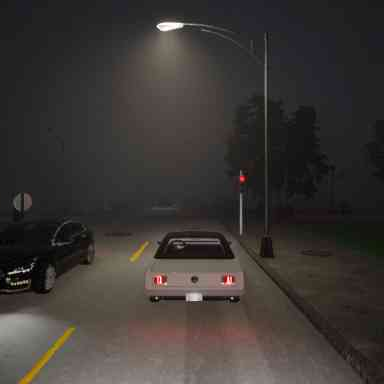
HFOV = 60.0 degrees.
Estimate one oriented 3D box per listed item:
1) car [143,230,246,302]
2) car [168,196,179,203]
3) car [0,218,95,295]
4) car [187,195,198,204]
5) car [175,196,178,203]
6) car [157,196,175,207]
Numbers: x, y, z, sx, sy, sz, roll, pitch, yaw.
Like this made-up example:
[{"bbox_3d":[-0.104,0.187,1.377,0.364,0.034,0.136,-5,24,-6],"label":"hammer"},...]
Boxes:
[{"bbox_3d":[0.063,1.601,8.194,1.895,1.301,4.718,0,0,0],"label":"car"},{"bbox_3d":[-3.943,1.540,70.105,2.033,1.411,5.357,0,0,0],"label":"car"},{"bbox_3d":[-4.050,1.505,8.871,1.837,1.490,4.892,0,0,1],"label":"car"},{"bbox_3d":[0.152,1.351,63.619,2.097,1.767,4.553,0,0,0],"label":"car"},{"bbox_3d":[-4.023,1.547,59.764,2.033,1.411,5.357,0,0,0],"label":"car"},{"bbox_3d":[-4.055,1.505,50.066,1.837,1.490,4.892,0,0,0],"label":"car"}]
